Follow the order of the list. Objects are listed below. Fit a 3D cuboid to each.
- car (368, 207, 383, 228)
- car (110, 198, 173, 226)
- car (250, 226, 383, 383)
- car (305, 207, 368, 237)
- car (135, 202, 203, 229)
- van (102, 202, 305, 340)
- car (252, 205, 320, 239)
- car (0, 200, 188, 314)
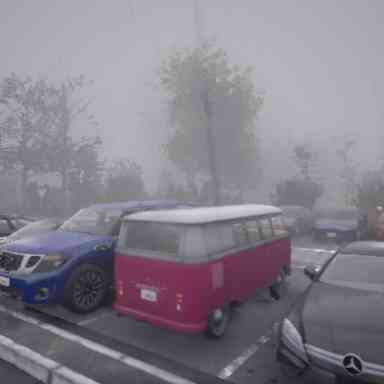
[{"bbox_3d":[9.988,1.246,15.316,2.435,2.045,5.566,0,0,36],"label":"car"},{"bbox_3d":[-3.703,1.409,25.083,2.185,1.767,4.553,0,0,36],"label":"car"},{"bbox_3d":[2.842,1.540,5.003,2.002,1.452,4.674,0,0,36],"label":"car"},{"bbox_3d":[7.689,1.533,16.954,2.163,1.488,4.792,0,0,36],"label":"car"},{"bbox_3d":[-1.490,1.529,23.536,2.097,1.535,5.008,0,0,36],"label":"car"},{"bbox_3d":[0.608,1.280,6.737,1.878,1.987,4.442,0,0,36],"label":"van"},{"bbox_3d":[5.391,1.539,18.595,2.163,1.488,4.792,0,0,36],"label":"car"},{"bbox_3d":[-1.776,1.261,8.260,2.435,2.045,5.566,0,0,36],"label":"car"}]
